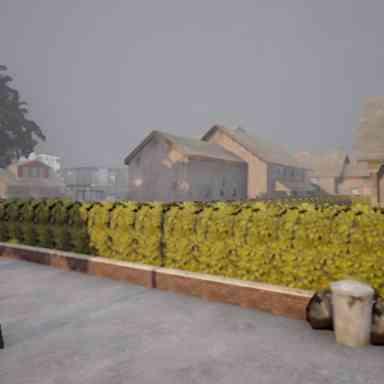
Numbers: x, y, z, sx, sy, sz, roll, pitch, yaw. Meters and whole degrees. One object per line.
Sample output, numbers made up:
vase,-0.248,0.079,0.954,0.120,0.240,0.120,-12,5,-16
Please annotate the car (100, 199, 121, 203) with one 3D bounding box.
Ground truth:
car,-6.200,1.505,25.503,5.357,1.415,2.033,-1,0,38

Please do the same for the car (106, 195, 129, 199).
car,-9.882,1.469,42.748,2.150,2.045,5.566,-1,0,36
